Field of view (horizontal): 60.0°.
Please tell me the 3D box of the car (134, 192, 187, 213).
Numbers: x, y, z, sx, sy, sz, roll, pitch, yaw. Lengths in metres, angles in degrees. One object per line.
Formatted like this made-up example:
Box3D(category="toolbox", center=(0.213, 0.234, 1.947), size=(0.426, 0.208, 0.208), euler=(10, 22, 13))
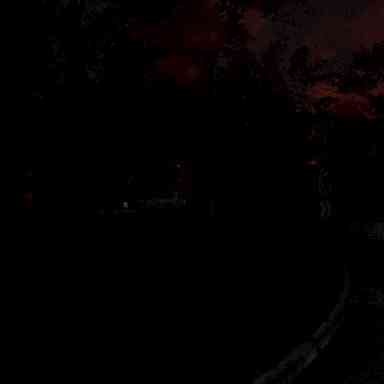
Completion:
Box3D(category="car", center=(-3.319, 1.082, 34.739), size=(5.566, 2.045, 2.150), euler=(-1, 0, 20))
